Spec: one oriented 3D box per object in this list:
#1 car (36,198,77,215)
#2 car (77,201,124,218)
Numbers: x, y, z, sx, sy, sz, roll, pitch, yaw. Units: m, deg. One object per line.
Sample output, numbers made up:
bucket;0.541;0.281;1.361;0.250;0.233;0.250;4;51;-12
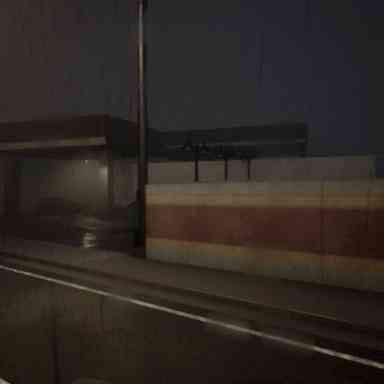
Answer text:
car;-13.409;1.430;34.015;2.242;1.667;4.611;0;0;37
car;-8.332;1.565;31.219;1.970;1.475;3.806;0;0;37
